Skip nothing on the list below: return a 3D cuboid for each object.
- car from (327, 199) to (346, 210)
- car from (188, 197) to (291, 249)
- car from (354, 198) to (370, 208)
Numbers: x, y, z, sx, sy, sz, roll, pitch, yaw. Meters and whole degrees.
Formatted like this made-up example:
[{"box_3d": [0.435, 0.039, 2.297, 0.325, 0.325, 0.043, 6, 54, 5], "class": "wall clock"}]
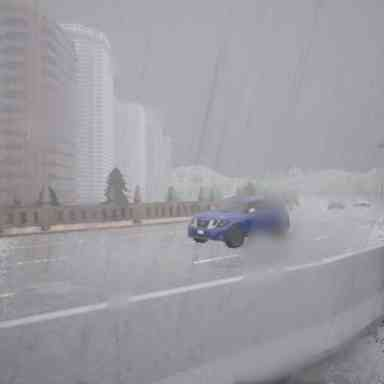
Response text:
[{"box_3d": [18.856, 1.588, 43.250, 1.812, 1.442, 4.674, 0, 0, 26], "class": "car"}, {"box_3d": [2.367, 1.258, 15.279, 5.566, 2.045, 2.150, 0, 0, -43], "class": "car"}, {"box_3d": [25.900, 1.587, 50.759, 1.812, 1.442, 4.674, 0, 0, 20], "class": "car"}]
